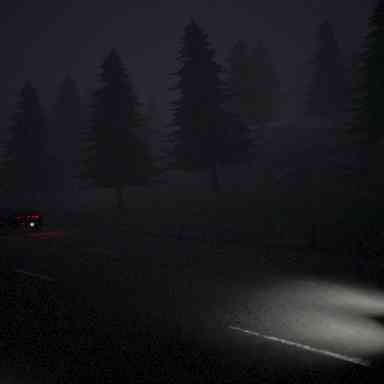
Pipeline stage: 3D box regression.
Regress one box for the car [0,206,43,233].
[{"bbox_3d":[-11.311,1.673,20.887,4.892,1.490,1.837,-1,-1,36],"label":"car"}]
